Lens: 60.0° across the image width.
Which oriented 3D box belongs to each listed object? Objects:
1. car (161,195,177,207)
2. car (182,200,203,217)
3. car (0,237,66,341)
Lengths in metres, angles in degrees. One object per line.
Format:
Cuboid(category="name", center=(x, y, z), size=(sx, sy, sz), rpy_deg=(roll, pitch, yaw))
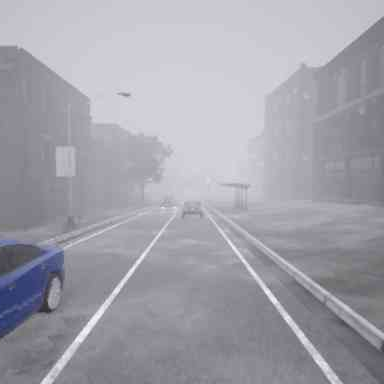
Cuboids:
Cuboid(category="car", center=(-3.253, 1.197, 48.421), size=(2.097, 1.767, 4.553), rpy_deg=(0, 1, 1))
Cuboid(category="car", center=(0.047, 1.470, 30.300), size=(2.033, 1.411, 5.357), rpy_deg=(0, 0, 0))
Cuboid(category="car", center=(-3.491, 1.459, 4.735), size=(1.882, 1.535, 5.008), rpy_deg=(0, 0, 0))
